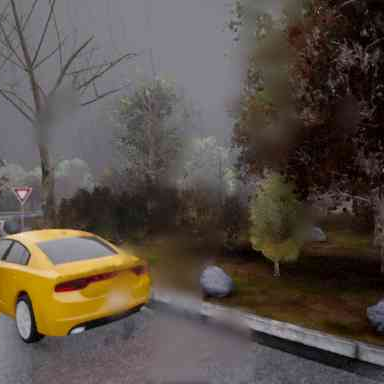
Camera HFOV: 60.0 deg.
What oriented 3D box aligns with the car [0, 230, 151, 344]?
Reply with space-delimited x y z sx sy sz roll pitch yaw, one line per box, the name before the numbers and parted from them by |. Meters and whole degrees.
car | -2.946 1.492 6.604 5.008 1.535 1.882 -1 -1 42
